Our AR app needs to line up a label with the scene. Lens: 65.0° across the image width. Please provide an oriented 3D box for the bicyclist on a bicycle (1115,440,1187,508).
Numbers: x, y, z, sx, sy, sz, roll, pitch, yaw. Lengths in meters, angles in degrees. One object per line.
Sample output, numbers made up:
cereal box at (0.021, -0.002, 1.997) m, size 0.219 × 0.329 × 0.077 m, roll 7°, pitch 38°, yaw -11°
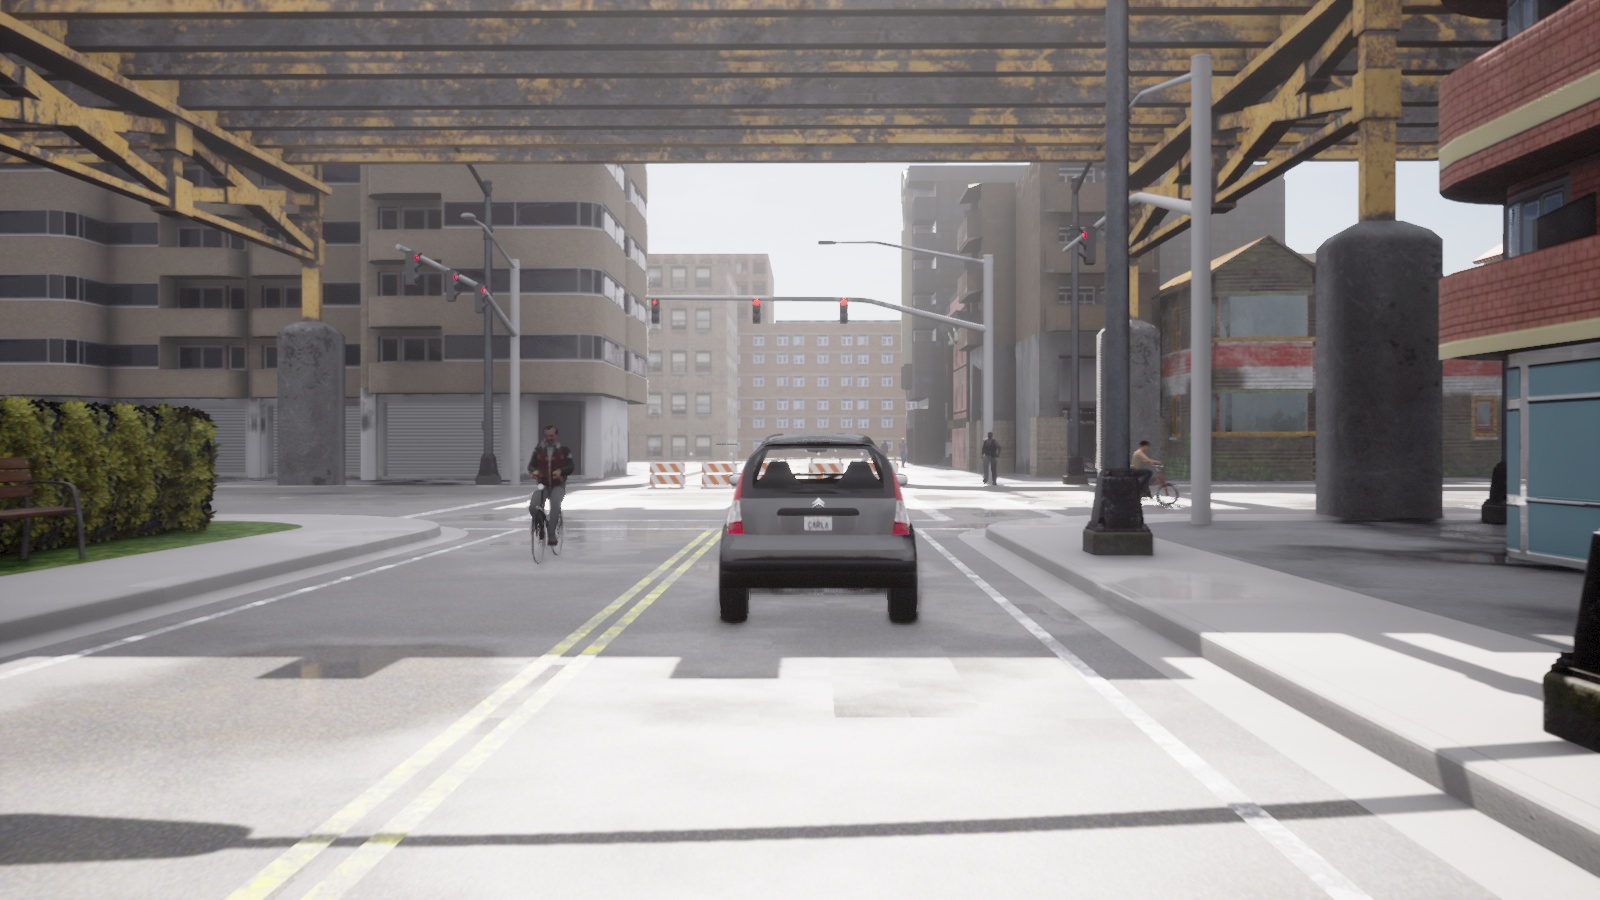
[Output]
bicyclist on a bicycle at (8.547, 0.573, 30.597) m, size 1.509 × 1.612 × 0.866 m, roll 0°, pitch 0°, yaw 1°

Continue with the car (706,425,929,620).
car at (0.176, 0.597, 12.429) m, size 1.851 × 1.617 × 3.988 m, roll 0°, pitch 0°, yaw 1°

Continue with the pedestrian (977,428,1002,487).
pedestrian at (6.191, 0.240, 40.972) m, size 0.563 × 1.883 × 0.849 m, roll 0°, pitch 0°, yaw 26°

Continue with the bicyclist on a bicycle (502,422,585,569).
bicyclist on a bicycle at (-3.270, 0.553, 16.150) m, size 0.659 × 1.776 × 1.843 m, roll 0°, pitch 0°, yaw 1°

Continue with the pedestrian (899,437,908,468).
pedestrian at (6.160, 0.130, 74.716) m, size 0.354 × 1.836 × 0.706 m, roll 0°, pitch 0°, yaw -6°
